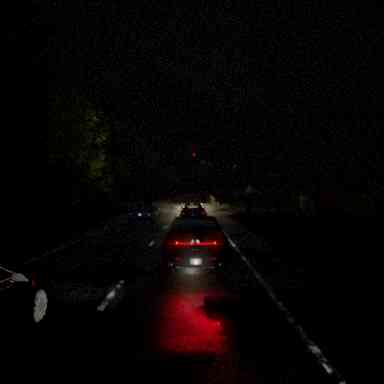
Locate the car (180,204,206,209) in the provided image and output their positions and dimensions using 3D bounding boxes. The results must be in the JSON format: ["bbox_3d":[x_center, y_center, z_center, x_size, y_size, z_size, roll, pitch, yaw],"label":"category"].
[{"bbox_3d":[0.100,1.533,24.060,1.994,1.385,4.181,0,0,0],"label":"car"}]

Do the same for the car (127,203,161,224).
[{"bbox_3d":[-3.400,1.516,24.130,2.033,1.411,5.357,0,0,0],"label":"car"}]

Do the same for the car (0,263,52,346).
[{"bbox_3d":[-3.407,1.501,4.000,1.837,1.490,4.892,0,0,0],"label":"car"}]

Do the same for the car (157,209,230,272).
[{"bbox_3d":[0.099,1.490,10.652,1.837,1.490,4.892,0,0,0],"label":"car"}]
